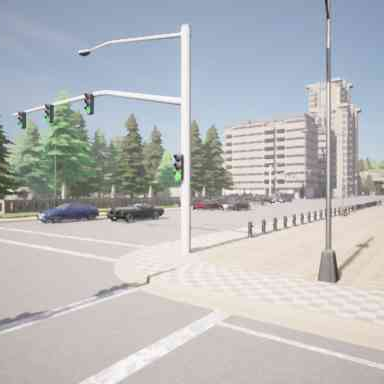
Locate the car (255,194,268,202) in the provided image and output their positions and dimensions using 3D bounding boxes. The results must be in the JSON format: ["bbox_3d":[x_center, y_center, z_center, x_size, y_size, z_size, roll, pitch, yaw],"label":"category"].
[{"bbox_3d":[11.408,1.068,54.047,2.097,1.767,4.553,0,0,36],"label":"car"}]

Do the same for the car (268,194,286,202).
[{"bbox_3d":[14.240,1.151,51.990,2.033,1.411,5.357,0,0,36],"label":"car"}]

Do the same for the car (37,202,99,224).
[{"bbox_3d":[-9.265,1.521,25.249,1.812,1.442,4.674,0,0,38],"label":"car"}]

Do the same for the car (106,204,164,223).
[{"bbox_3d":[-4.369,1.597,26.078,1.895,1.301,4.718,0,0,36],"label":"car"}]

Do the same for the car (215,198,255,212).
[{"bbox_3d":[5.191,1.487,39.463,2.128,1.511,4.902,0,0,36],"label":"car"}]

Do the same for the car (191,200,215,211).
[{"bbox_3d":[1.868,1.596,40.836,1.895,1.301,4.718,0,0,36],"label":"car"}]
